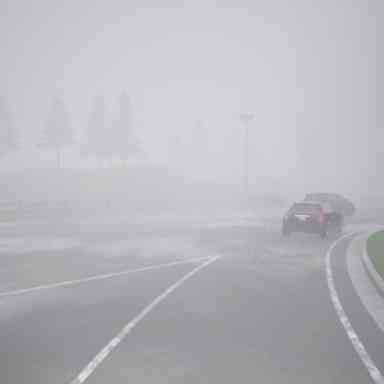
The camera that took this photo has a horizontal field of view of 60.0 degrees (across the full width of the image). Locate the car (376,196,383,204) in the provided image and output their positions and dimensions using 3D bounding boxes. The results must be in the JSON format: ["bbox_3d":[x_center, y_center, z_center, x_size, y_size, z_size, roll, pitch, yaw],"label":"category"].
[{"bbox_3d":[33.052,1.236,55.360,5.008,1.535,1.882,0,0,-41],"label":"car"}]

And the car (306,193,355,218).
[{"bbox_3d":[11.135,1.101,27.096,5.566,2.045,2.150,0,0,-41],"label":"car"}]

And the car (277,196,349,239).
[{"bbox_3d":[6.410,1.276,17.265,2.097,1.767,4.553,0,0,36],"label":"car"}]

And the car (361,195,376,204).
[{"bbox_3d":[31.622,1.249,58.721,4.892,1.490,1.837,0,0,-41],"label":"car"}]

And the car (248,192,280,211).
[{"bbox_3d":[8.882,1.051,39.016,5.566,2.045,2.150,0,0,-41],"label":"car"}]
